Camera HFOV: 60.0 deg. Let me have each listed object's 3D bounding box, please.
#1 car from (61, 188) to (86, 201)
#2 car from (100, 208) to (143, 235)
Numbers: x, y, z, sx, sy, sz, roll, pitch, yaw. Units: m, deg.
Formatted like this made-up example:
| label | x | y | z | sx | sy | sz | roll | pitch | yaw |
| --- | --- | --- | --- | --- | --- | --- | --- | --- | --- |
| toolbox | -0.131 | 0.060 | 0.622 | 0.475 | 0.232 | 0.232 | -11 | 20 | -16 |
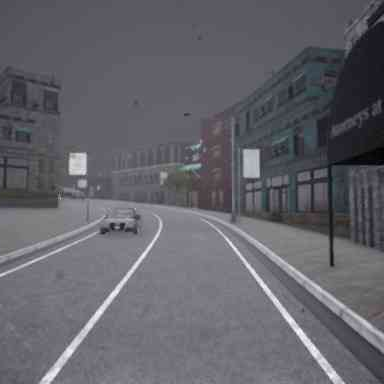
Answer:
| label | x | y | z | sx | sy | sz | roll | pitch | yaw |
| --- | --- | --- | --- | --- | --- | --- | --- | --- | --- |
| car | -20.045 | 0.350 | 56.188 | 5.566 | 2.045 | 2.150 | 3 | -1 | 43 |
| car | -3.921 | 1.607 | 18.980 | 1.994 | 1.385 | 4.181 | 0 | 0 | -3 |
